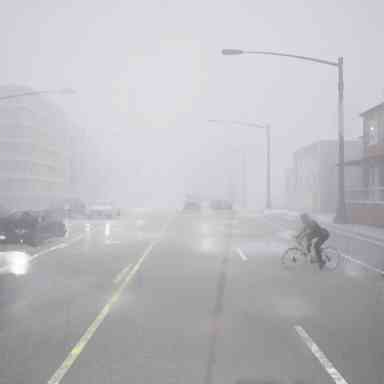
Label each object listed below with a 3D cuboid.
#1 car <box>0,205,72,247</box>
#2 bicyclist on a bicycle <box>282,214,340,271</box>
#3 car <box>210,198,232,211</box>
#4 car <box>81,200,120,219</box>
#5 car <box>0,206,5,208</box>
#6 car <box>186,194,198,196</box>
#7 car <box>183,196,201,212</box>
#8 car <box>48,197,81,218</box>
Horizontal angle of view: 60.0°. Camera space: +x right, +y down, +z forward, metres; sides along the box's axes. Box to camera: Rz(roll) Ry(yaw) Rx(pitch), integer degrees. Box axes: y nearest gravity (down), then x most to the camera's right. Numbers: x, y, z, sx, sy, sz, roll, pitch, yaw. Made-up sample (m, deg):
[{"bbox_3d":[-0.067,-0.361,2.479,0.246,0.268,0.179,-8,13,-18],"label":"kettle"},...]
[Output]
[{"bbox_3d":[-7.099,1.498,14.434,1.994,1.385,4.181,0,1,0],"label":"car"},{"bbox_3d":[3.360,1.435,9.400,1.656,1.620,0.582,-1,0,0],"label":"bicyclist on a bicycle"},{"bbox_3d":[3.530,1.502,38.518,1.994,1.385,4.181,0,-1,0],"label":"car"},{"bbox_3d":[-7.087,1.359,26.830,1.812,1.442,4.674,0,0,0],"label":"car"},{"bbox_3d":[-10.598,1.431,16.875,1.812,1.442,4.674,0,1,0],"label":"car"},{"bbox_3d":[0.011,1.380,47.299,2.150,2.045,5.566,0,-2,1],"label":"car"},{"bbox_3d":[0.016,1.440,37.095,1.812,1.442,4.674,0,-1,1],"label":"car"},{"bbox_3d":[-10.586,1.185,27.974,2.097,1.767,4.553,0,0,0],"label":"car"}]
